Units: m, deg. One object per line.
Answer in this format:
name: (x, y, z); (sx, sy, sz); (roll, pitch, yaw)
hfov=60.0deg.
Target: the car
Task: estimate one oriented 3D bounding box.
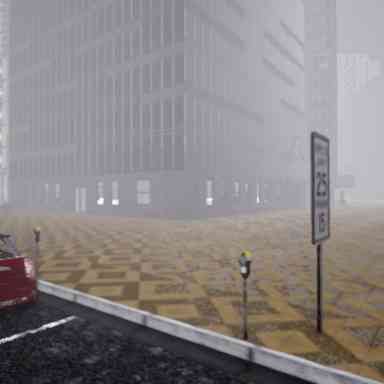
car: (-4.928, 1.449, 6.689); (4.097, 1.590, 1.967); (0, -1, 37)
